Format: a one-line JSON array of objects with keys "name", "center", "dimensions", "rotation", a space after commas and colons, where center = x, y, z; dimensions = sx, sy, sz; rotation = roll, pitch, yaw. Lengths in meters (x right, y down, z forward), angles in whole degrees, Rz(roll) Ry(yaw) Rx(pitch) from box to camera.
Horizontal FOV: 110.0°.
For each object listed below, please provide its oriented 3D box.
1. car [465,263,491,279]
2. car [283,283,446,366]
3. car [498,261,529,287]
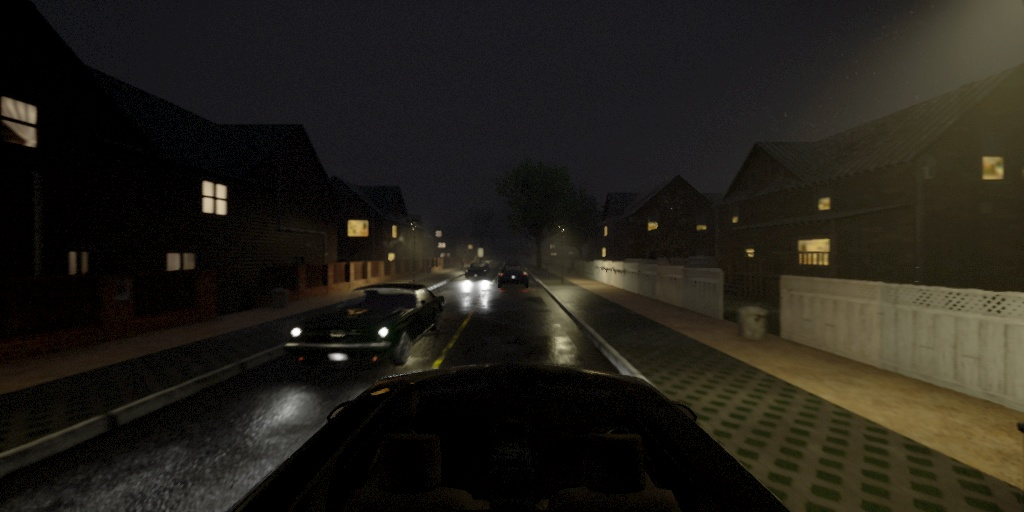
[{"name": "car", "center": [-2.852, 1.228, 30.498], "dimensions": [1.895, 1.301, 4.718], "rotation": [0, 0, 0]}, {"name": "car", "center": [-2.832, 1.327, 8.053], "dimensions": [1.895, 1.301, 4.718], "rotation": [0, 0, 0]}, {"name": "car", "center": [0.087, 1.224, 23.464], "dimensions": [1.994, 1.385, 4.181], "rotation": [0, 0, 0]}]
